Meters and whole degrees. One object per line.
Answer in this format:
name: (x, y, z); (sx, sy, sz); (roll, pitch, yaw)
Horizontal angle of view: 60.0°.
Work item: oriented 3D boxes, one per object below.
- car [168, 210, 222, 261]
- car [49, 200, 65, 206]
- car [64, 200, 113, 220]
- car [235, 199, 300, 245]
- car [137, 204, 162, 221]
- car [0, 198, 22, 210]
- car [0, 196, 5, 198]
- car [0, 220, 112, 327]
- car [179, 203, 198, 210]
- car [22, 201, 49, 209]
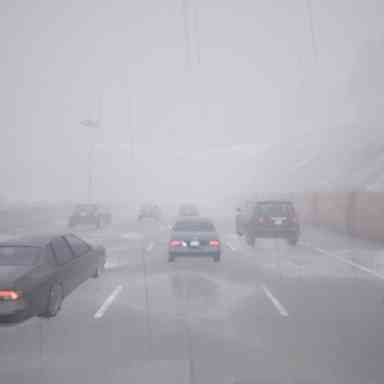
car: (0.059, 1.656, 12.768); (2.033, 1.411, 5.357); (0, 0, -1)
car: (-18.399, 1.884, 48.255); (1.882, 1.535, 5.008); (0, 0, -1)
car: (-7.148, 1.554, 23.910); (2.097, 1.767, 4.553); (0, 0, -1)
car: (3.511, 1.360, 16.334); (2.150, 2.045, 5.566); (0, 0, -1)
car: (-3.790, 1.804, 30.309); (2.033, 1.411, 5.357); (0, 0, -1)
car: (-25.390, 1.952, 48.097); (2.033, 1.411, 5.357); (0, 0, -1)
car: (-28.883, 1.625, 47.905); (2.150, 2.045, 5.566); (0, 0, -1)
car: (-3.405, 1.611, 7.461); (2.033, 1.411, 5.357); (0, -1, 0)
car: (-0.382, 1.852, 34.142); (1.994, 1.385, 4.181); (0, 0, -1)
car: (-21.894, 1.953, 48.196); (2.033, 1.411, 5.357); (0, 0, -1)
